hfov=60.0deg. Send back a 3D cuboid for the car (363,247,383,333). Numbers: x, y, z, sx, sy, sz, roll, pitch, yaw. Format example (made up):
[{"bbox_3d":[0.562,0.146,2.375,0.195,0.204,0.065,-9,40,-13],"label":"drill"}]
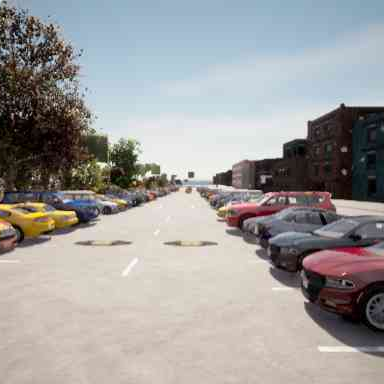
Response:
[{"bbox_3d":[4.538,1.459,3.207,4.674,1.452,2.002,0,0,0],"label":"car"}]

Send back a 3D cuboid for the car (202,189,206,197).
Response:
[{"bbox_3d":[4.538,0.680,56.103,4.674,1.452,2.002,0,1,0],"label":"car"}]

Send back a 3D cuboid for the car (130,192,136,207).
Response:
[{"bbox_3d":[-8.546,1.004,33.808,4.892,1.521,2.231,0,1,0],"label":"car"}]

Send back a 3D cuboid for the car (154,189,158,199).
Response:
[{"bbox_3d":[-8.544,0.681,53.299,5.008,1.535,2.097,0,1,0],"label":"car"}]

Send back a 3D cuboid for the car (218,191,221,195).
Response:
[{"bbox_3d":[4.572,1.017,25.362,4.553,1.767,2.185,0,1,0],"label":"car"}]

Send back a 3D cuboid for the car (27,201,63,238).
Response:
[{"bbox_3d":[-8.534,1.308,14.192,5.008,1.535,2.097,0,1,0],"label":"car"}]

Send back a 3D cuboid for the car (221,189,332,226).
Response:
[{"bbox_3d":[4.512,1.019,17.136,5.566,2.045,2.435,0,1,0],"label":"car"}]

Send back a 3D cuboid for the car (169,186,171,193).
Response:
[{"bbox_3d":[-8.570,-0.036,86.587,4.553,1.767,2.185,0,1,0],"label":"car"}]

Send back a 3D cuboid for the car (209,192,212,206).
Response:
[{"bbox_3d":[4.535,1.009,33.838,5.008,1.535,2.097,0,1,0],"label":"car"}]

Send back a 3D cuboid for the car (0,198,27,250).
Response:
[{"bbox_3d":[-8.571,1.221,11.405,4.553,1.767,2.185,0,1,0],"label":"car"}]

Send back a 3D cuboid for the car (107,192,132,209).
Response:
[{"bbox_3d":[-8.545,1.047,31.023,5.008,1.535,2.097,0,1,0],"label":"car"}]

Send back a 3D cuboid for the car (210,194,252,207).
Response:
[{"bbox_3d":[4.538,0.960,39.405,4.674,1.452,2.002,0,1,0],"label":"car"}]

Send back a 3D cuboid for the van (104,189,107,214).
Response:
[{"bbox_3d":[-8.423,0.951,22.666,4.442,1.987,1.878,0,1,0],"label":"van"}]

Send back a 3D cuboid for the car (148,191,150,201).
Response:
[{"bbox_3d":[-8.542,0.862,44.947,4.674,1.452,2.002,0,1,0],"label":"car"}]

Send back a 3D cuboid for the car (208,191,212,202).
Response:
[{"bbox_3d":[4.546,0.964,36.621,5.008,1.535,2.097,0,1,0],"label":"car"}]

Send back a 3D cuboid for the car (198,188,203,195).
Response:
[{"bbox_3d":[4.355,0.491,64.451,5.366,1.575,1.946,0,1,0],"label":"car"}]

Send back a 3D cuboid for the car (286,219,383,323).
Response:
[{"bbox_3d":[4.547,1.404,5.996,5.008,1.535,2.097,0,0,0],"label":"car"}]

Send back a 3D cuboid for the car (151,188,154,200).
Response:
[{"bbox_3d":[-8.507,0.603,50.513,4.553,1.767,2.185,0,1,0],"label":"car"}]

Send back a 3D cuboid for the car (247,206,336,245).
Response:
[{"bbox_3d":[4.570,1.381,11.573,4.792,1.488,2.163,0,1,0],"label":"car"}]

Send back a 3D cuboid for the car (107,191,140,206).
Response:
[{"bbox_3d":[-8.568,0.988,36.591,4.792,1.488,2.163,0,1,0],"label":"car"}]

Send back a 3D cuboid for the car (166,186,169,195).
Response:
[{"bbox_3d":[-8.567,0.039,75.447,5.566,2.045,2.435,0,1,0],"label":"car"}]

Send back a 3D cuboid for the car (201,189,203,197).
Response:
[{"bbox_3d":[4.535,0.544,61.669,4.892,1.521,2.231,0,1,0],"label":"car"}]

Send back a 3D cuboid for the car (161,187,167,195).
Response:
[{"bbox_3d":[-8.724,0.337,72.668,5.366,1.575,1.946,0,1,0],"label":"car"}]

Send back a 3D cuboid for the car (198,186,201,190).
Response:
[{"bbox_3d":[4.569,0.094,72.795,5.566,2.045,2.435,0,1,0],"label":"car"}]

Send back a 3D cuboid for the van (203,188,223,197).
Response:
[{"bbox_3d":[4.657,0.071,75.454,4.442,1.987,1.878,0,1,0],"label":"van"}]

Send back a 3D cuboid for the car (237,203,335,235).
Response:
[{"bbox_3d":[4.543,1.353,14.358,4.674,1.452,2.002,0,1,0],"label":"car"}]

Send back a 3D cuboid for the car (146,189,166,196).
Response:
[{"bbox_3d":[-8.507,0.112,78.359,4.553,1.767,2.185,0,1,0],"label":"car"}]

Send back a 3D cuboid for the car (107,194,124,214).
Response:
[{"bbox_3d":[-8.542,1.131,28.239,4.674,1.452,2.002,0,1,0],"label":"car"}]

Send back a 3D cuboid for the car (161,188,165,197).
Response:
[{"bbox_3d":[-8.509,0.468,67.223,4.792,1.488,2.163,0,1,0],"label":"car"}]

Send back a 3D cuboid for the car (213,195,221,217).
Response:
[{"bbox_3d":[4.355,1.180,22.706,5.366,1.575,1.946,0,1,0],"label":"car"}]

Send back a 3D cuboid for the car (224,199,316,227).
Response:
[{"bbox_3d":[4.546,1.227,19.923,5.008,1.535,2.097,0,1,0],"label":"car"}]

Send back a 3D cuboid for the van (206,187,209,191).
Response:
[{"bbox_3d":[4.658,0.558,47.687,4.442,1.987,1.878,0,1,0],"label":"van"}]

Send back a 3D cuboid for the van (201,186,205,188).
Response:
[{"bbox_3d":[4.658,0.169,70.013,4.442,1.987,1.878,0,1,0],"label":"van"}]

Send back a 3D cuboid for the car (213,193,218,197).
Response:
[{"bbox_3d":[4.534,1.098,28.272,4.892,1.521,2.231,0,1,0],"label":"car"}]

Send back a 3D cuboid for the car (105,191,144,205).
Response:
[{"bbox_3d":[-8.508,0.742,42.160,4.553,1.767,2.185,0,1,0],"label":"car"}]

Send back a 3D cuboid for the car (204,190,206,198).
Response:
[{"bbox_3d":[4.570,0.765,50.537,4.792,1.488,2.163,0,1,0],"label":"car"}]

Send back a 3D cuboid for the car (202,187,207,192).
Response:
[{"bbox_3d":[4.572,0.467,58.882,4.553,1.767,2.185,0,1,0],"label":"car"}]

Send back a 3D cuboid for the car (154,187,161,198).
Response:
[{"bbox_3d":[-8.511,0.382,56.082,5.566,2.045,2.435,0,1,0],"label":"car"}]

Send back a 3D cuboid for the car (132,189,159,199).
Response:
[{"bbox_3d":[-8.570,0.411,61.652,4.553,1.767,2.185,0,1,0],"label":"car"}]

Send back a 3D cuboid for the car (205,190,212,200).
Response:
[{"bbox_3d":[4.726,0.871,42.187,5.366,1.575,1.946,0,1,0],"label":"car"}]

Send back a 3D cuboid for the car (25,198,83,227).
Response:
[{"bbox_3d":[-8.725,1.260,17.100,5.366,1.575,1.946,0,1,0],"label":"car"}]

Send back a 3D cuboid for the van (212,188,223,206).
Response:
[{"bbox_3d":[4.424,0.827,31.052,4.442,1.987,1.878,0,1,0],"label":"van"}]

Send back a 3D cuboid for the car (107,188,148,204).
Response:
[{"bbox_3d":[-8.511,0.662,39.374,5.566,2.045,2.435,0,1,0],"label":"car"}]

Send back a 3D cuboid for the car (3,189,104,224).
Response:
[{"bbox_3d":[-8.511,0.969,19.881,5.566,2.045,2.435,0,1,0],"label":"car"}]

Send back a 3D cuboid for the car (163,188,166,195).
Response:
[{"bbox_3d":[-8.544,0.388,70.008,5.008,1.535,2.097,0,1,0],"label":"car"}]

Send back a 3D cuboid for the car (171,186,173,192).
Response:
[{"bbox_3d":[-8.567,-0.214,89.495,5.566,2.045,2.435,0,1,0],"label":"car"}]

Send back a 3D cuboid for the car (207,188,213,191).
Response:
[{"bbox_3d":[4.572,0.703,44.968,4.553,1.767,2.185,0,1,0],"label":"car"}]

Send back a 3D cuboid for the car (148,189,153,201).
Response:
[{"bbox_3d":[-8.534,0.775,47.731,5.008,1.535,2.097,0,1,0],"label":"car"}]

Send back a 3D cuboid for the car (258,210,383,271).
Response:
[{"bbox_3d":[4.546,1.382,8.785,5.008,1.535,2.097,0,1,0],"label":"car"}]
